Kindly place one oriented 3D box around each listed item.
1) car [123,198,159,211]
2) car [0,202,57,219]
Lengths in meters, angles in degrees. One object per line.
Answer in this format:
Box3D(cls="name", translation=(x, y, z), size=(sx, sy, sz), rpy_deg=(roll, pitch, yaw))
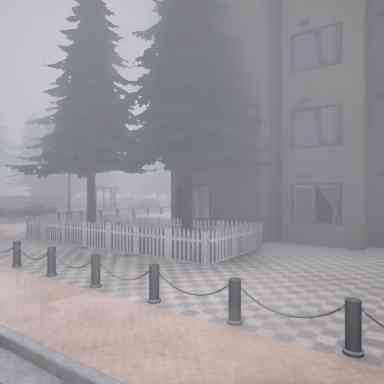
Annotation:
Box3D(cls="car", translation=(-6.041, 1.475, 39.812), size=(2.128, 1.511, 4.902), rpy_deg=(0, 0, 37))
Box3D(cls="car", translation=(-14.366, 1.585, 28.805), size=(1.895, 1.301, 4.718), rpy_deg=(0, 0, 37))
